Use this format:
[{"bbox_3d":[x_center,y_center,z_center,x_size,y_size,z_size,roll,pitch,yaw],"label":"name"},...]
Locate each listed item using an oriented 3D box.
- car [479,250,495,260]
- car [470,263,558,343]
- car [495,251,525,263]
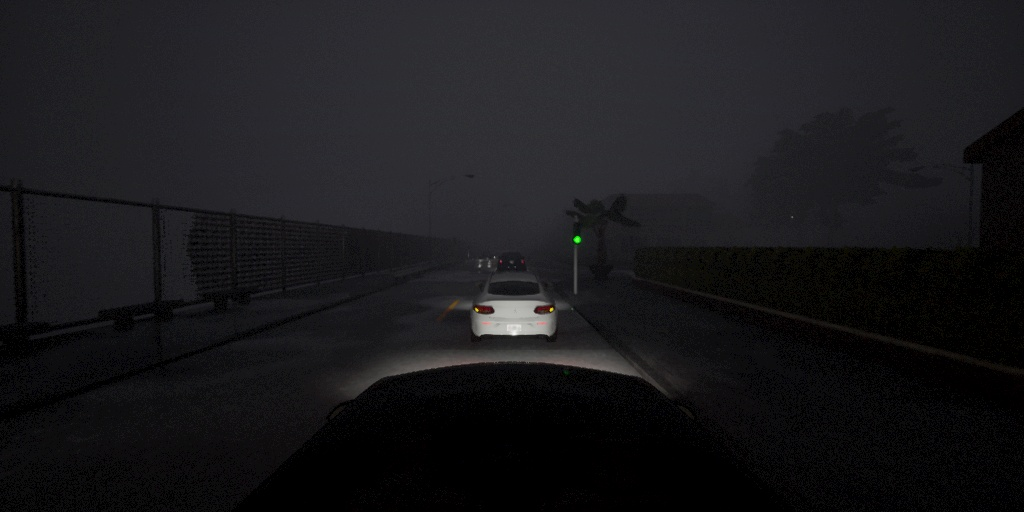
[{"bbox_3d":[-4.286,-0.184,58.458,1.812,1.442,4.674,0,2,0],"label":"car"},{"bbox_3d":[0.035,1.090,8.902,1.812,1.442,4.674,0,2,0],"label":"car"},{"bbox_3d":[-0.027,0.415,28.356,2.097,1.767,4.553,0,1,0],"label":"car"}]
